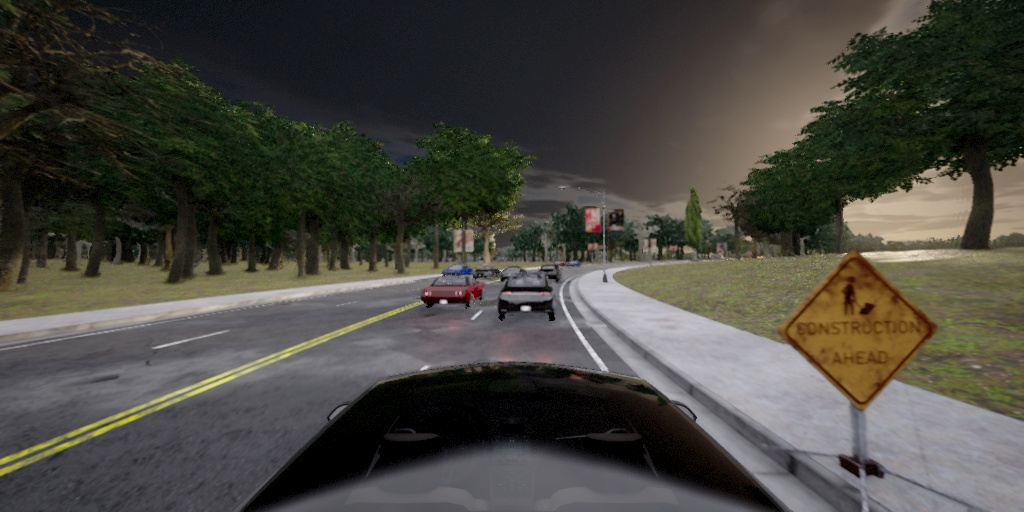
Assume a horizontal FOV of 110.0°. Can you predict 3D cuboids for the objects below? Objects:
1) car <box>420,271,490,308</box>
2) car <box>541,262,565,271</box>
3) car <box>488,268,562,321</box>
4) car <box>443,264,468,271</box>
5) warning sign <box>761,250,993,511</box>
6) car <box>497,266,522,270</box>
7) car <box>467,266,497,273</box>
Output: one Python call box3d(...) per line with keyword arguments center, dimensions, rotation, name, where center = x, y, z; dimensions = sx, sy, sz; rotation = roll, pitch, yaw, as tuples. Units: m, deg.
box3d(center=(-2.434, 1.504, 16.077), dimensions=(1.895, 1.301, 4.718), rotation=(0, -1, 5), name="car")
box3d(center=(3.475, 1.540, 32.474), dimensions=(1.837, 1.490, 4.892), rotation=(-1, -1, 13), name="car")
box3d(center=(0.593, 1.361, 13.082), dimensions=(2.128, 1.511, 4.902), rotation=(0, 0, 4), name="car")
box3d(center=(-5.597, 1.609, 37.314), dimensions=(1.882, 1.535, 5.008), rotation=(-1, -1, 14), name="car")
box3d(center=(2.849, 0.880, 2.926), dimensions=(1.300, 1.860, 1.060), rotation=(0, 0, 0), name="warning sign")
box3d(center=(0.311, 1.623, 33.162), dimensions=(1.994, 1.385, 4.181), rotation=(0, -1, 13), name="car")
box3d(center=(-2.561, 1.665, 36.025), dimensions=(1.994, 1.385, 4.181), rotation=(0, -1, 14), name="car")
